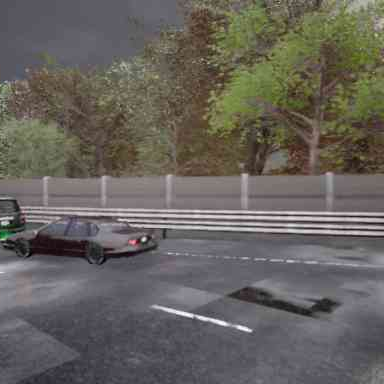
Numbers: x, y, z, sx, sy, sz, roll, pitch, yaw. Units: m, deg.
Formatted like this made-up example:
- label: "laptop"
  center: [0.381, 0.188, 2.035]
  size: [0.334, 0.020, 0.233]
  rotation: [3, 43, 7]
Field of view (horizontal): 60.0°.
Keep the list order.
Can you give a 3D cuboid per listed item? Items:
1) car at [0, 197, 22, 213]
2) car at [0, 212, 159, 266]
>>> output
- label: "car"
  center: [-9.023, 1.222, 13.241]
  size: [5.566, 2.045, 2.150]
  rotation: [0, 0, 29]
- label: "car"
  center: [-3.800, 1.530, 11.308]
  size: [5.357, 1.411, 2.033]
  rotation: [0, 0, 23]
